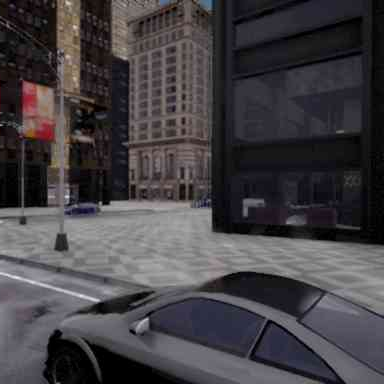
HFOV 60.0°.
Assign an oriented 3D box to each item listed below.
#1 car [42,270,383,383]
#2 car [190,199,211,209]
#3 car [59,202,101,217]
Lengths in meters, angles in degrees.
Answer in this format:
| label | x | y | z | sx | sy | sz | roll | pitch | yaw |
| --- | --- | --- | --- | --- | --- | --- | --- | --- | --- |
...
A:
| label | x | y | z | sx | sy | sz | roll | pitch | yaw |
| --- | --- | --- | --- | --- | --- | --- | --- | --- | --- |
| car | 0.351 | 1.573 | 3.448 | 4.181 | 1.385 | 1.994 | 0 | 0 | 35 |
| car | 1.538 | 1.927 | 54.159 | 1.812 | 1.442 | 4.674 | 0 | 0 | 36 |
| car | -11.856 | 1.799 | 35.346 | 1.812 | 1.442 | 4.674 | 0 | 0 | 35 |
